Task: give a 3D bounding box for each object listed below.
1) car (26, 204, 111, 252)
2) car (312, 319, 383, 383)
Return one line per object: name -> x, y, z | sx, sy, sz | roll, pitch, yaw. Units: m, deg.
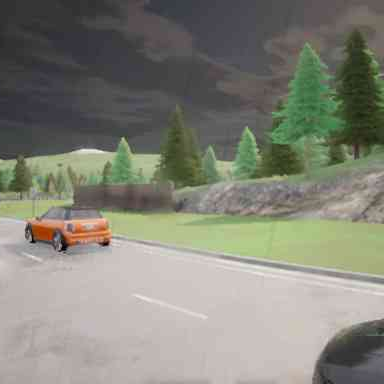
car -> -5.418, 1.387, 14.317 | 2.097, 1.767, 4.553 | 0, 0, -45
car -> 3.210, 1.502, 1.824 | 4.892, 1.490, 1.837 | 0, 0, 37
